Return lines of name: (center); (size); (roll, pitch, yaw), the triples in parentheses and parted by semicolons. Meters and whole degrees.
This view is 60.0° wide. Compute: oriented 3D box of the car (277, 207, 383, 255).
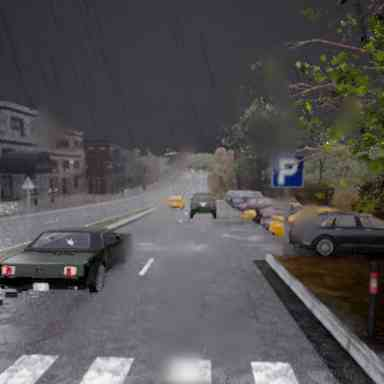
car: (5.905, 1.464, 12.067); (4.892, 1.521, 2.231); (0, 0, 2)

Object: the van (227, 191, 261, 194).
van: (7.069, 0.935, 42.341); (4.442, 1.987, 1.878); (0, 1, 2)

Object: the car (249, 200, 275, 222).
car: (6.224, 1.451, 20.320); (4.792, 1.488, 2.163); (0, 1, 2)

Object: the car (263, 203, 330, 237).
car: (6.001, 1.451, 14.821); (5.008, 1.535, 2.097); (0, 0, 2)

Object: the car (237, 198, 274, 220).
car: (6.105, 1.396, 23.086); (5.366, 1.575, 1.946); (0, 1, 2)

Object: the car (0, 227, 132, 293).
car: (-2.884, 1.556, 8.724); (1.895, 1.301, 4.718); (0, 0, 2)

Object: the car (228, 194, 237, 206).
car: (6.733, 1.277, 36.849); (4.792, 1.488, 2.163); (0, 1, 2)

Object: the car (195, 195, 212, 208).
car: (1.486, 1.144, 42.689); (2.128, 1.511, 4.902); (0, 1, 2)

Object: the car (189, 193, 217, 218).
car: (0.962, 1.071, 28.295); (2.150, 2.045, 5.566); (0, 1, 2)

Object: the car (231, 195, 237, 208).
car: (6.670, 1.324, 34.092); (4.674, 1.452, 2.002); (0, 1, 2)

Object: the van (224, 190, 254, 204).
van: (7.120, 0.775, 50.612); (4.442, 1.987, 1.878); (0, 1, 2)

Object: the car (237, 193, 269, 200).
car: (6.448, 1.226, 28.579); (4.553, 1.767, 2.185); (0, 1, 2)

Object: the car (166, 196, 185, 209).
car: (-1.864, 1.175, 39.039); (1.882, 1.535, 5.008); (0, 1, 2)

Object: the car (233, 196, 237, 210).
car: (6.571, 1.358, 31.340); (4.674, 1.452, 2.002); (0, 1, 2)

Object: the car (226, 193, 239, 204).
car: (6.886, 1.234, 39.598); (4.792, 1.488, 2.163); (0, 1, 2)

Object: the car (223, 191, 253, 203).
car: (7.360, 0.812, 53.360); (4.553, 1.767, 2.185); (0, 2, 2)

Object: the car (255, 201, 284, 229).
car: (6.107, 1.437, 17.572); (4.892, 1.521, 2.231); (0, 0, 2)

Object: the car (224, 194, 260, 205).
car: (7.134, 1.060, 47.857); (4.892, 1.521, 2.231); (0, 1, 2)

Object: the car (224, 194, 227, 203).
car: (7.019, 0.984, 45.230); (4.553, 1.767, 2.185); (0, 1, 2)
